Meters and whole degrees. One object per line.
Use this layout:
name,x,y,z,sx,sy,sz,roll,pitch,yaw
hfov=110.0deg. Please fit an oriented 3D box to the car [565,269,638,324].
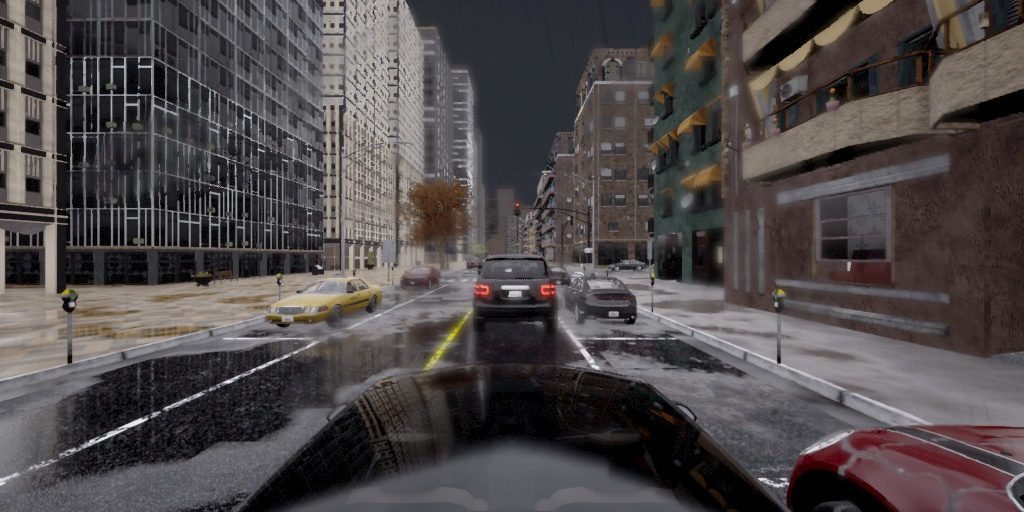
car,2.692,1.301,11.664,2.007,1.370,4.403,0,0,0

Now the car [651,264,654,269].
car,18.844,1.006,42.196,4.829,1.417,1.751,0,0,-1

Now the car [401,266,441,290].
car,-5.685,1.299,22.733,1.888,1.381,4.507,0,0,0

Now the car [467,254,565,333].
car,0.093,0.972,10.942,2.150,2.045,5.566,0,0,0

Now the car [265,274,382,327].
car,-5.689,1.276,11.498,1.751,1.417,4.829,0,0,0

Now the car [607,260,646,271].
car,13.447,1.109,42.143,4.403,1.370,2.007,0,0,-1

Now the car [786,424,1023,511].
car,2.688,1.190,0.600,1.967,1.591,4.097,0,0,0
